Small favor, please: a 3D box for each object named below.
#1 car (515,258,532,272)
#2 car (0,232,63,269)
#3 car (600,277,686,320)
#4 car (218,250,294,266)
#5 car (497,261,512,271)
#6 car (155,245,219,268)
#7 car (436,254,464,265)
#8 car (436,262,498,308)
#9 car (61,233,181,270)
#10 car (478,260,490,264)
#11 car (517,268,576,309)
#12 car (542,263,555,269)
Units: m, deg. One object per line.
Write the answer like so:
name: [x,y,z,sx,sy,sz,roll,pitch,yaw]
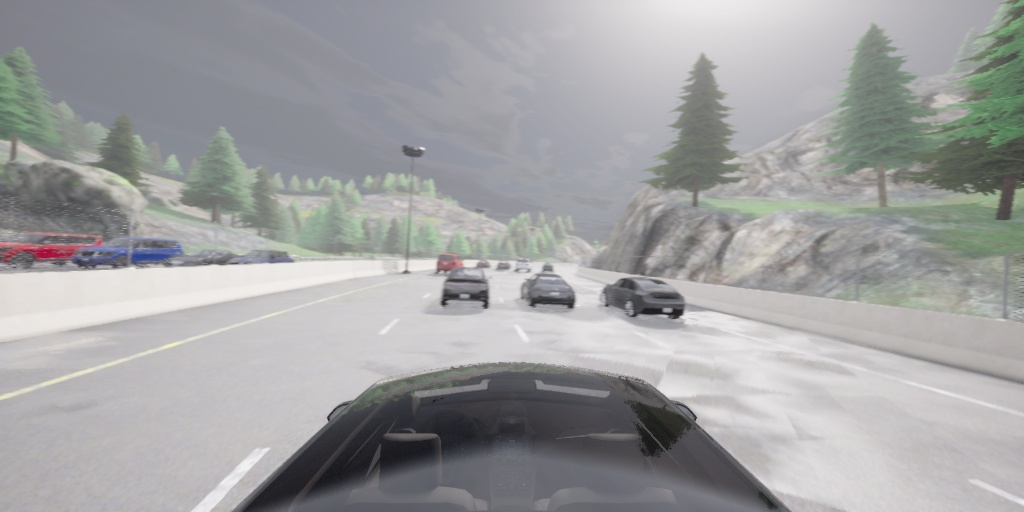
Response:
car: [1.849,1.423,55.337,2.150,2.045,5.566,3,0,8]
car: [-27.036,-0.357,20.738,2.150,2.045,5.566,3,0,-3]
car: [5.170,1.619,14.787,1.837,1.490,4.892,3,0,-5]
car: [-16.682,0.353,24.028,2.097,1.767,4.553,3,0,-2]
car: [-1.222,1.545,57.852,2.128,1.511,4.902,3,0,8]
car: [-20.193,0.303,23.915,2.128,1.511,4.902,3,0,-2]
car: [-6.379,0.864,37.445,2.150,2.045,5.566,3,0,2]
car: [-1.888,1.229,15.259,2.128,1.511,4.902,3,0,-5]
car: [-23.629,-0.162,22.519,2.150,2.045,5.566,3,0,-3]
car: [-4.639,1.401,58.688,1.812,1.442,4.674,3,0,8]
car: [1.551,1.494,16.456,1.994,1.385,4.181,3,0,-5]
car: [5.863,1.941,58.192,1.837,1.490,4.892,2,0,8]
